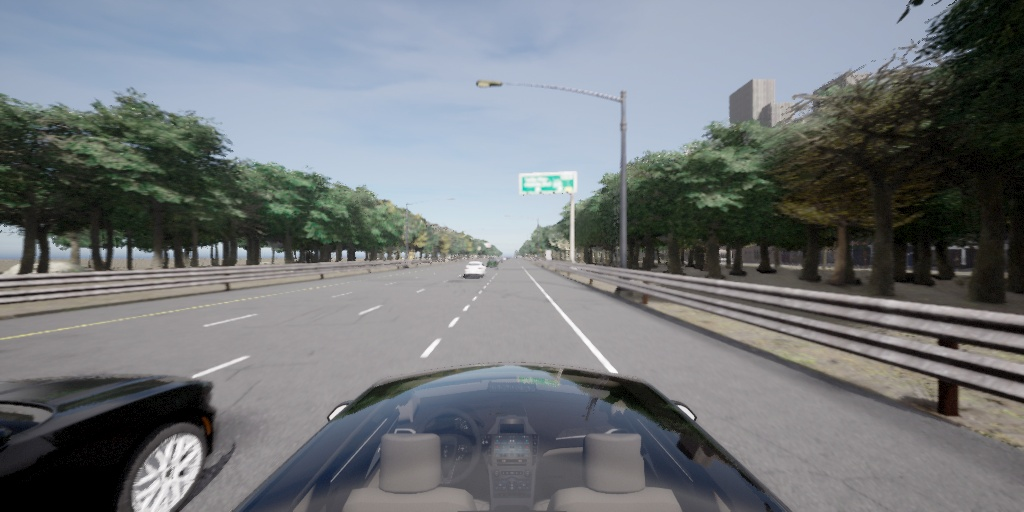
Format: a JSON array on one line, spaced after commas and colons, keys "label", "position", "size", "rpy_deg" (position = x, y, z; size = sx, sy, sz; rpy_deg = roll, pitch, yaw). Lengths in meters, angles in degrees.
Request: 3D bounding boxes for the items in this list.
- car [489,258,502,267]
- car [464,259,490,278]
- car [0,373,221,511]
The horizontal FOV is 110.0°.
[{"label": "car", "position": [-3.389, 1.064, 64.573], "size": [2.097, 1.767, 4.553], "rpy_deg": [0, 0, 0]}, {"label": "car", "position": [-3.459, 1.261, 34.243], "size": [1.812, 1.442, 4.674], "rpy_deg": [0, 0, 0]}, {"label": "car", "position": [-3.500, 1.227, 1.095], "size": [1.882, 1.535, 5.008], "rpy_deg": [0, 0, 0]}]
